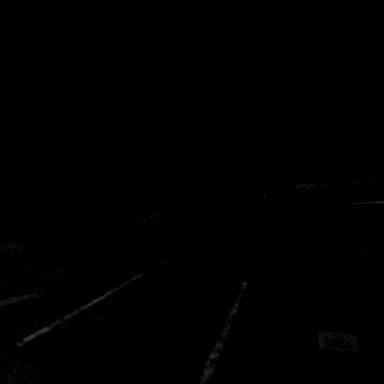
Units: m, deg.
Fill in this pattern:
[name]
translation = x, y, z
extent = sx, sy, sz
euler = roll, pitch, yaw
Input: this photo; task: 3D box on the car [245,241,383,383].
[car]
translation = 2.031, 1.517, 5.448
extent = 2.163, 1.488, 4.792
euler = 0, -1, 16
